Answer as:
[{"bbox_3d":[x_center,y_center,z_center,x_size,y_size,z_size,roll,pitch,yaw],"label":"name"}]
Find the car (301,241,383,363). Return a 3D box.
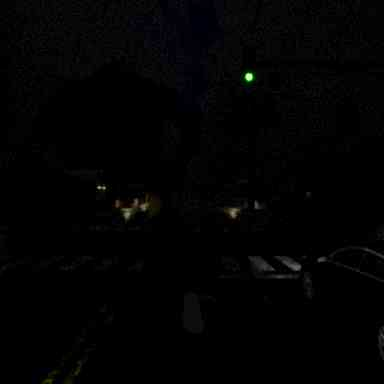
[{"bbox_3d":[3.348,1.565,5.494,2.128,1.511,4.902,0,-1,-1],"label":"car"}]
